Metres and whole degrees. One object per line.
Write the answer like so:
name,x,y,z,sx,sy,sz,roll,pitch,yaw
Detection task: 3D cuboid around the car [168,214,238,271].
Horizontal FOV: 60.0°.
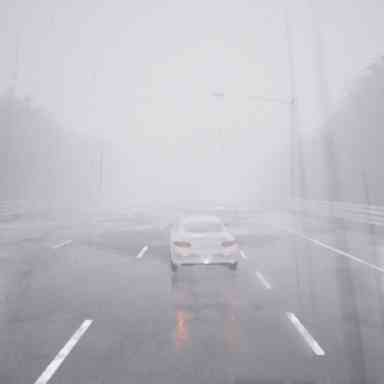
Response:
car,0.241,1.426,10.445,1.812,1.442,4.674,0,0,-3
